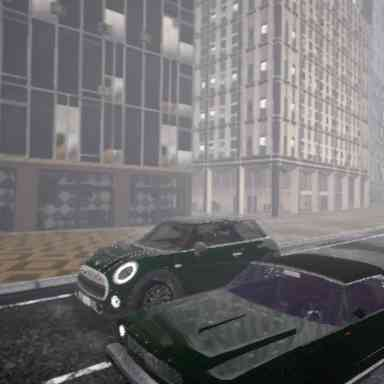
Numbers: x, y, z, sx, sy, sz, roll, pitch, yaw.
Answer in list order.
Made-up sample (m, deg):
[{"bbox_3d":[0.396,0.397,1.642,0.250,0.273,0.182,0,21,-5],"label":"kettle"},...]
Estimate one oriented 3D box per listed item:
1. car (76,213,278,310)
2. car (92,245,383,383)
[{"bbox_3d":[-0.099,1.340,7.313,4.553,1.767,2.097,0,0,-37],"label":"car"},{"bbox_3d":[1.383,1.594,4.333,4.718,1.301,1.895,0,0,-37],"label":"car"}]
